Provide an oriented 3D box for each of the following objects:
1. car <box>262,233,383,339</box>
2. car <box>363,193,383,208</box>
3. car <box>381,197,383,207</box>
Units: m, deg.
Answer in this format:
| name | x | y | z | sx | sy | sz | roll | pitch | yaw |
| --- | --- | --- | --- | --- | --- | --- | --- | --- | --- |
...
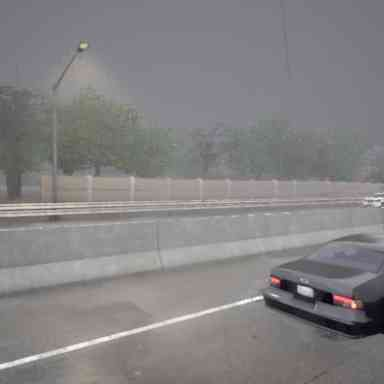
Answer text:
| name | x | y | z | sx | sy | sz | roll | pitch | yaw |
| --- | --- | --- | --- | --- | --- | --- | --- | --- | --- |
| car | 3.768 | 1.534 | 6.460 | 5.357 | 1.411 | 2.033 | 0 | 0 | -35 |
| car | 24.102 | 1.099 | 42.365 | 5.566 | 2.045 | 2.150 | 0 | 0 | -35 |
| car | 24.025 | 1.483 | 38.058 | 4.718 | 1.301 | 1.895 | 0 | 0 | -35 |
